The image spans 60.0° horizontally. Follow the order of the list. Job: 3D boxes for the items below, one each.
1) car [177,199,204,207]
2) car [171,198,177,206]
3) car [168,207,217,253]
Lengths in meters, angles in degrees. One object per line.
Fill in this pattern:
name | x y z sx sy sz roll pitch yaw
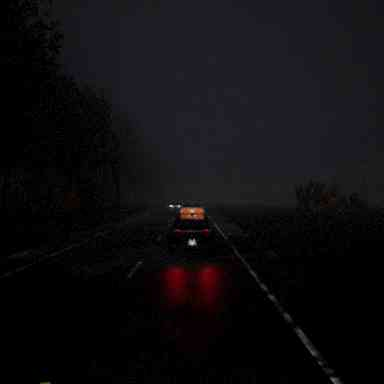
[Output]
car | 0.021 1.625 29.063 2.097 1.767 4.553 0 -1 0
car | -3.455 2.147 70.958 1.837 1.490 4.892 0 0 0
car | 0.014 1.630 14.286 2.128 1.511 4.902 0 0 0
